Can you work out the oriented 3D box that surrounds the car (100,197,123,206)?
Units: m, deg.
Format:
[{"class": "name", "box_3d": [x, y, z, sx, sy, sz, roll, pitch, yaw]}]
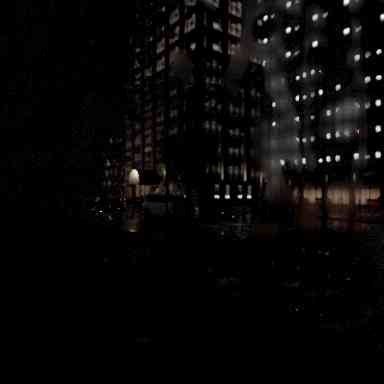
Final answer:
[{"class": "car", "box_3d": [-12.799, 1.522, 52.706, 1.895, 1.301, 4.718, 1, 0, -34]}]

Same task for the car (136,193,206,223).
[{"class": "car", "box_3d": [-1.701, 1.102, 24.256, 2.150, 2.045, 5.566, 1, 0, -34]}]

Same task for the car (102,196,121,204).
[{"class": "car", "box_3d": [-15.049, 1.474, 61.897, 1.812, 1.442, 4.674, 1, 0, -34]}]

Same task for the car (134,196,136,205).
[{"class": "car", "box_3d": [-3.604, 1.262, 32.943, 2.097, 1.767, 4.553, 1, 0, -34]}]

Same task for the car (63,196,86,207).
[{"class": "car", "box_3d": [-16.829, 1.366, 46.923, 1.812, 1.442, 4.674, 1, -1, -33]}]

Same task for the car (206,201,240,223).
[{"class": "car", "box_3d": [1.591, 1.449, 25.174, 1.812, 1.442, 4.674, 1, 0, -34]}]

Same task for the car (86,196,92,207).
[{"class": "car", "box_3d": [-14.558, 1.446, 49.382, 1.994, 1.385, 4.181, 1, -1, -33]}]

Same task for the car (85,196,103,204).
[{"class": "car", "box_3d": [-17.750, 1.470, 60.089, 1.994, 1.385, 4.181, 1, 0, -34]}]

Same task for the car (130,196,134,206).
[{"class": "car", "box_3d": [-9.253, 1.470, 53.238, 1.837, 1.490, 4.892, 1, 0, -34]}]

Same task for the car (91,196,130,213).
[{"class": "car", "box_3d": [-8.470, 1.369, 34.366, 1.837, 1.490, 4.892, 1, -1, -34]}]
